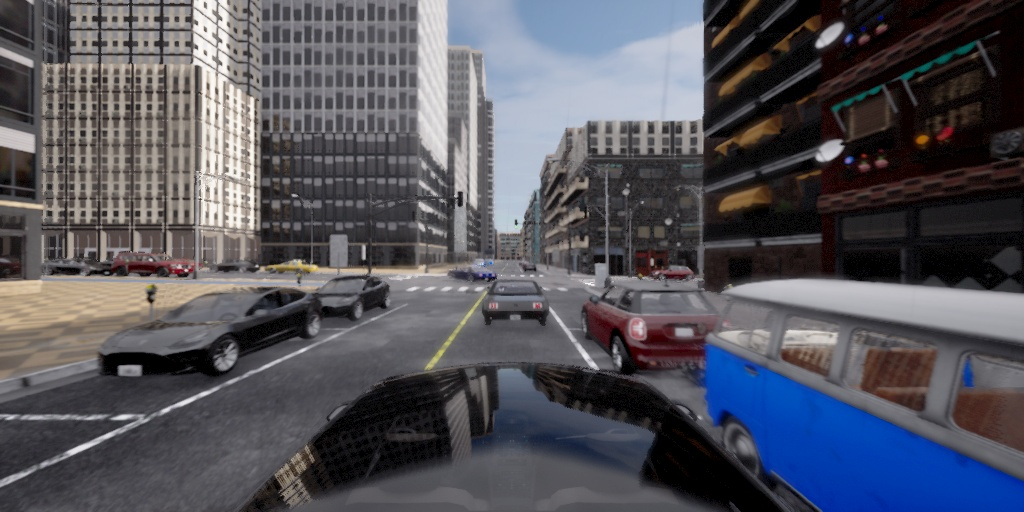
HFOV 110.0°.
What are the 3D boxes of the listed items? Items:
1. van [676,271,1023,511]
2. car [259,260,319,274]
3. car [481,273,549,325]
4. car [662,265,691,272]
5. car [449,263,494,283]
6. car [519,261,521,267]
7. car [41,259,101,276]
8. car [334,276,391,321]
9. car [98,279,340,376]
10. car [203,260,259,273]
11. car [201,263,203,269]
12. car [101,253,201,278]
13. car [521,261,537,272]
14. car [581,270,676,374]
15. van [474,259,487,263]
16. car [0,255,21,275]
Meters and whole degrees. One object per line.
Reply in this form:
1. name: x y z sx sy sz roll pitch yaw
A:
1. van: 2.690 1.092 1.976 1.690 1.789 3.998 0 0 0
2. car: -22.054 1.077 35.865 4.829 1.417 1.751 0 0 -1
3. car: 0.096 1.410 12.044 1.895 1.301 4.718 0 0 0
4. car: 16.003 1.707 36.214 4.097 1.591 1.967 0 0 -1
5. car: -3.364 1.485 29.536 1.895 1.301 4.718 1 0 -39
6. car: 2.674 1.652 62.383 1.888 1.381 4.507 0 0 0
7. car: -33.012 0.884 27.271 4.313 1.339 1.948 0 0 -1
8. car: -5.694 1.379 12.769 1.948 1.339 4.313 0 0 0
9. car: -5.692 1.349 7.523 1.948 1.339 4.313 0 0 0
10. car: -27.499 1.012 35.715 4.313 1.339 1.948 0 0 -1
11. car: -33.117 0.923 35.651 4.207 1.307 1.802 0 0 -1
12. car: -27.394 0.738 27.335 5.009 1.841 2.192 0 0 -1
13. car: 2.677 1.612 52.416 1.948 1.339 4.313 0 0 0
14. car: 2.688 1.223 7.526 1.967 1.591 4.097 0 0 0
15. van: -5.707 1.448 62.380 1.690 1.789 3.998 0 0 0
16. car: -38.630 0.758 27.206 4.507 1.381 1.888 0 0 -1
